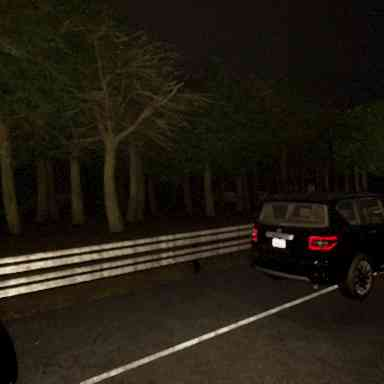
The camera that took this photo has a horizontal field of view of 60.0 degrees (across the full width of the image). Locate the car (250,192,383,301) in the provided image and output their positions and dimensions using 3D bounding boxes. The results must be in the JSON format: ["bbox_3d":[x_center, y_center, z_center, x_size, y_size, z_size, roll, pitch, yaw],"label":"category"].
[{"bbox_3d":[3.829,1.004,8.059,5.566,2.045,2.150,-2,1,-37],"label":"car"}]

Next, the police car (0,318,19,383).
[{"bbox_3d":[-4.140,1.505,2.181,5.238,1.638,1.930,-2,1,-37],"label":"police car"}]
